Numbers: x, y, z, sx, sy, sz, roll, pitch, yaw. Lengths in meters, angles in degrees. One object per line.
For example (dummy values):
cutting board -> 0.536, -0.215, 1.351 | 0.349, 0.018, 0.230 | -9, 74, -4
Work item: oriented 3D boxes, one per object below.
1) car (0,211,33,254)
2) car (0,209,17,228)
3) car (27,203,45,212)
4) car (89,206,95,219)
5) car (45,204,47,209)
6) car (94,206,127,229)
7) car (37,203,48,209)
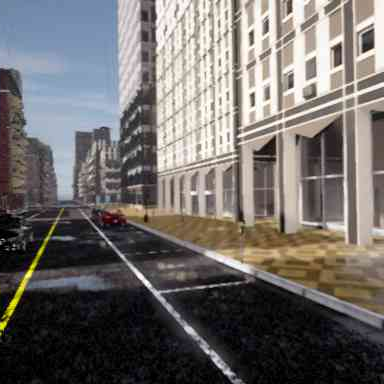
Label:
car -> -8.213, 1.809, 14.697 | 1.837, 1.490, 4.892 | -1, -1, -20
car -> -15.945, 2.165, 27.805 | 1.802, 1.307, 4.206 | -1, -1, -20
car -> -25.755, 2.616, 54.286 | 2.008, 1.369, 4.403 | -1, -1, -20
car -> -10.050, 2.146, 36.014 | 2.008, 1.369, 4.403 | -1, -1, -20
car -> -27.716, 2.714, 59.581 | 2.008, 1.369, 4.403 | -1, -1, -20
car -> -6.126, 1.949, 25.421 | 1.887, 1.381, 4.507 | -1, -1, -20
car -> -32.249, 2.970, 71.675 | 1.802, 1.307, 4.206 | -1, -1, -20
